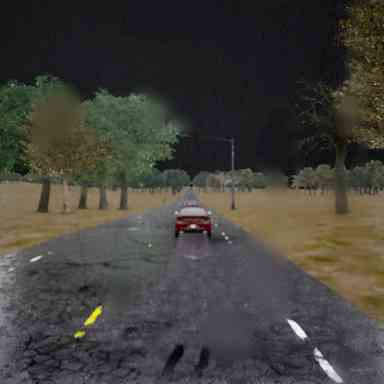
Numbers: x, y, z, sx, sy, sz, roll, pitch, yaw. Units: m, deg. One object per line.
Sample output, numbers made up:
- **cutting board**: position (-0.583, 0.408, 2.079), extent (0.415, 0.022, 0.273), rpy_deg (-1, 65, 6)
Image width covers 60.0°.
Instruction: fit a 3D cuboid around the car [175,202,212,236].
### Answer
- **car**: position (0.057, 1.520, 18.595), extent (1.882, 1.535, 5.008), rpy_deg (0, 0, 0)
